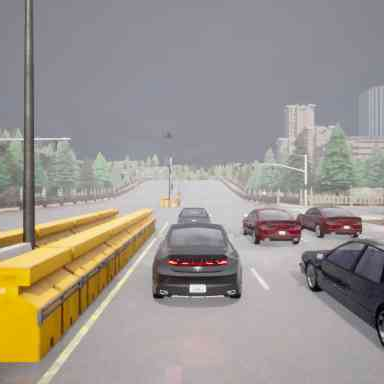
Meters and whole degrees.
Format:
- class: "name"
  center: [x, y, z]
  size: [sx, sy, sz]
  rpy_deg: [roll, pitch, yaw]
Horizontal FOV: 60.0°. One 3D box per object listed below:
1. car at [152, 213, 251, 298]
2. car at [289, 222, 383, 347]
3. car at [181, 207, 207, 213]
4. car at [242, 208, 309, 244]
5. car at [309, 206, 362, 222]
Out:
- class: "car"
  center: [0.101, 1.505, 8.461]
  size: [1.837, 1.490, 4.892]
  rpy_deg: [0, 0, 0]
- class: "car"
  center: [3.594, 1.547, 5.904]
  size: [2.033, 1.411, 5.357]
  rpy_deg: [0, 0, 0]
- class: "car"
  center: [0.097, 1.547, 18.192]
  size: [2.033, 1.411, 5.357]
  rpy_deg: [0, 0, 0]
- class: "car"
  center: [3.598, 1.478, 15.729]
  size: [1.882, 1.535, 5.008]
  rpy_deg: [0, 0, 0]
- class: "car"
  center: [7.097, 1.478, 17.716]
  size: [1.882, 1.535, 5.008]
  rpy_deg: [0, 0, 0]
